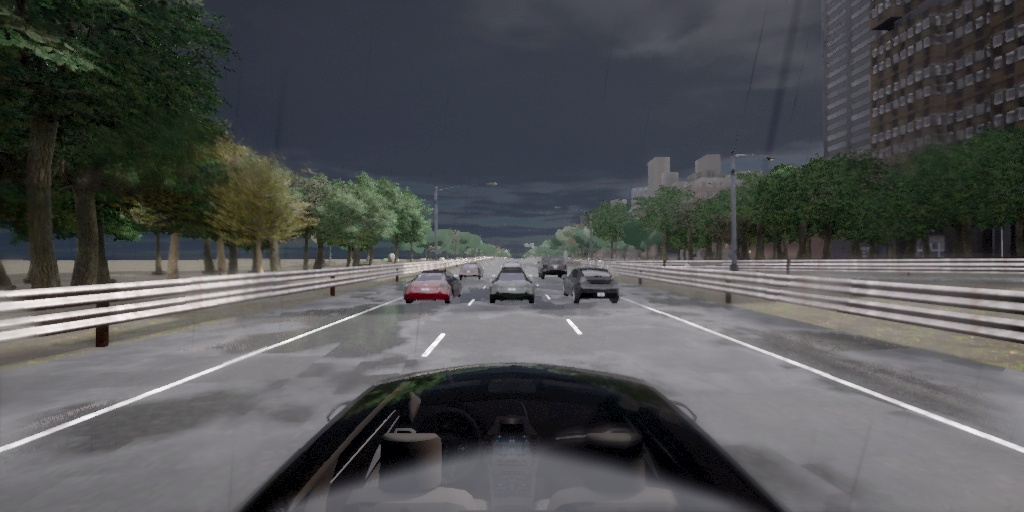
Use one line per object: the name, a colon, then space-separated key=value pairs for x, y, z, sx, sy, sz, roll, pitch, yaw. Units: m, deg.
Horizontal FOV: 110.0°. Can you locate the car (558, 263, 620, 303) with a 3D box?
car: x=3.500 y=1.267 z=16.500 sx=1.837 sy=1.490 sz=4.892 roll=0 pitch=0 yaw=0

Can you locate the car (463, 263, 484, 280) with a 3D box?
car: x=-3.500 y=1.309 z=31.500 sx=2.033 sy=1.411 sz=5.357 roll=0 pitch=0 yaw=0

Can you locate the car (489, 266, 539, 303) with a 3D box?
car: x=0.000 y=1.322 z=16.500 sx=1.994 sy=1.385 sz=4.181 roll=0 pitch=0 yaw=0

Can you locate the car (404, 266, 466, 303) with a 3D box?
car: x=-3.500 y=1.322 z=16.500 sx=1.994 sy=1.385 sz=4.181 roll=0 pitch=0 yaw=0

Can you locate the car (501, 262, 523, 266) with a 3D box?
car: x=0.000 y=1.231 z=31.499 sx=1.882 sy=1.535 sz=5.008 roll=0 pitch=0 yaw=0

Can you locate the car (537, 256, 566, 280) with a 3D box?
car: x=3.500 y=1.004 z=31.530 sx=2.150 sy=2.045 sz=5.566 roll=0 pitch=0 yaw=0
